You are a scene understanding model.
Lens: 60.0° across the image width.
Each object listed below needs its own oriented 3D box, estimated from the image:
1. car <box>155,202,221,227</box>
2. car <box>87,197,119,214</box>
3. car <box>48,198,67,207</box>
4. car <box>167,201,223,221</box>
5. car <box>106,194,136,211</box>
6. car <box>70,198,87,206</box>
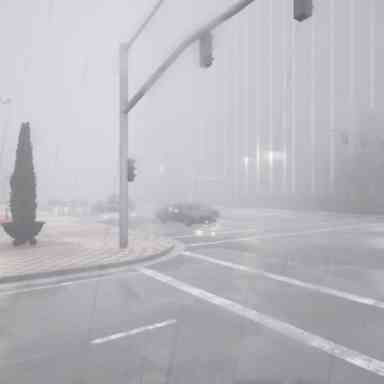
[{"bbox_3d":[-0.595,1.552,23.398,2.033,1.411,5.357,0,0,-36],"label":"car"},{"bbox_3d":[-9.161,1.568,35.245,1.994,1.385,4.181,0,0,-36],"label":"car"},{"bbox_3d":[-20.922,1.618,51.670,1.895,1.301,4.718,0,0,-36],"label":"car"},{"bbox_3d":[0.105,1.553,28.399,2.033,1.411,5.357,0,0,-36],"label":"car"},{"bbox_3d":[-8.892,1.227,40.848,2.150,2.045,5.566,0,0,-36],"label":"car"},{"bbox_3d":[-18.086,1.671,53.722,1.895,1.301,4.718,0,0,-36],"label":"car"}]
